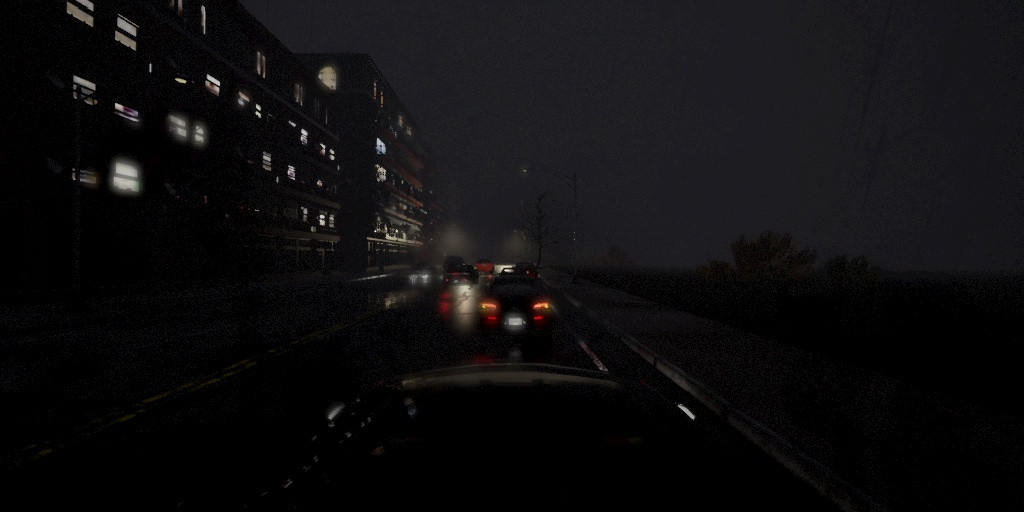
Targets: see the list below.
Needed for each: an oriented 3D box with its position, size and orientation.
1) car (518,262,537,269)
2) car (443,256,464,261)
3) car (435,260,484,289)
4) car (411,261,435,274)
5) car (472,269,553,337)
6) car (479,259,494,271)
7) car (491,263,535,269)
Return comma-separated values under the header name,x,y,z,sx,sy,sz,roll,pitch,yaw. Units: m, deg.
name,x,y,z,sx,sy,sz,roll,pitch,yaw
car,1.065,1.232,29.878,1.882,1.535,5.008,0,0,0
car,-6.704,0.975,41.850,2.150,2.045,5.566,0,0,0
car,-3.205,1.246,22.989,2.128,1.511,4.902,0,0,0
car,-9.951,1.301,40.665,2.033,1.411,5.357,0,0,0
car,0.070,1.277,10.183,1.812,1.442,4.674,0,0,0
car,-3.257,1.109,43.293,2.097,1.767,4.553,0,0,0
car,0.053,1.317,20.350,1.994,1.385,4.181,0,0,0
